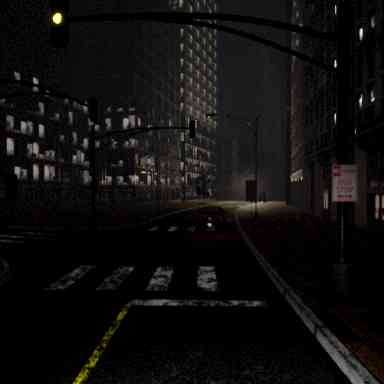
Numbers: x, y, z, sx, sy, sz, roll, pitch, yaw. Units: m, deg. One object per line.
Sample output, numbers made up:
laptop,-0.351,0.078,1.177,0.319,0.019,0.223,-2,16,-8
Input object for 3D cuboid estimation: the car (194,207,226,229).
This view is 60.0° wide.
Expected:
car,1.281,1.617,21.755,1.895,1.301,4.718,0,0,6

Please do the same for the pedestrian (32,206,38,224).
pedestrian,-9.391,1.342,19.892,0.500,1.100,0.500,0,0,17
